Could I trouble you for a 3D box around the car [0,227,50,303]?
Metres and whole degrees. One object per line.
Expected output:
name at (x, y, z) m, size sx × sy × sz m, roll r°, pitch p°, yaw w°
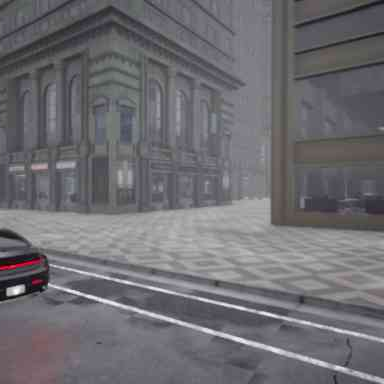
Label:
car at (-5.087, 1.497, 7.314) m, size 4.892 × 1.490 × 1.837 m, roll 0°, pitch 0°, yaw 36°
